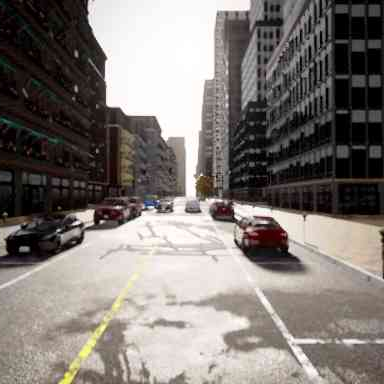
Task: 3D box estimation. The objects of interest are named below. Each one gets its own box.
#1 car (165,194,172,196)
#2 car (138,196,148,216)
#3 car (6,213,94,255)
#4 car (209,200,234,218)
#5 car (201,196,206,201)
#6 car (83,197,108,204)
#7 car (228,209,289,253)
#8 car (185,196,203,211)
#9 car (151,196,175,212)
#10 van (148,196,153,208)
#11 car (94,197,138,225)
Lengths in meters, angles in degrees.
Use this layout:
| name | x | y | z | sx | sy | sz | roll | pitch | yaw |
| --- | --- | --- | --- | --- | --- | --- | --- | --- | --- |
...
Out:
| name | x | y | z | sx | sy | sz | roll | pitch | yaw |
| --- | --- | --- | --- | --- | --- | --- | --- | --- | --- |
| car | -5.711 | 1.497 | 79.026 | 2.192 | 1.841 | 5.009 | 0 | 0 | 0 |
| car | -5.697 | 1.344 | 30.050 | 2.192 | 1.841 | 5.009 | 1 | 0 | 0 |
| car | -5.687 | 1.575 | 13.481 | 1.947 | 1.339 | 4.313 | 1 | 0 | 0 |
| car | 2.695 | 1.470 | 30.052 | 1.967 | 1.590 | 4.097 | 1 | 0 | 0 |
| car | 2.666 | 1.733 | 84.860 | 1.752 | 1.417 | 4.829 | 0 | 0 | 0 |
| car | -19.078 | 1.609 | 66.023 | 4.507 | 1.381 | 1.887 | 0 | -1 | 0 |
| car | 2.693 | 1.592 | 13.482 | 1.802 | 1.307 | 4.206 | 1 | 0 | 0 |
| car | 0.085 | 1.578 | 41.275 | 1.812 | 1.442 | 4.674 | 0 | 0 | 0 |
| car | -3.066 | 1.538 | 38.723 | 2.128 | 1.511 | 4.902 | 0 | 0 | 0 |
| van | -5.676 | 1.406 | 46.620 | 1.690 | 1.788 | 3.998 | 1 | 0 | 0 |
| car | -5.693 | 1.336 | 24.527 | 2.192 | 1.841 | 5.009 | 1 | 0 | 0 |
